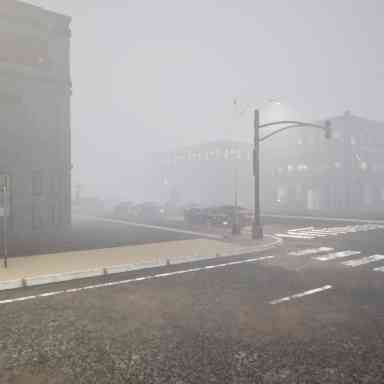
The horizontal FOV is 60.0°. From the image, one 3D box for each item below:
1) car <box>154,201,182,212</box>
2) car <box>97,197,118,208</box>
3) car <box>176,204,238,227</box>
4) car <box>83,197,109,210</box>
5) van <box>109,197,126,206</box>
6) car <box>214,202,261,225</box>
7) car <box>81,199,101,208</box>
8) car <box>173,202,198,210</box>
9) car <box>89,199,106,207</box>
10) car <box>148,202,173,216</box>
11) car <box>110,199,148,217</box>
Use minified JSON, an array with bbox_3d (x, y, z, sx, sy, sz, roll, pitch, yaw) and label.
[{"bbox_3d":[-3.326,1.966,45.590,1.802,1.307,4.206,-2,0,-36],"label":"car"},{"bbox_3d":[-16.198,1.940,63.609,2.192,1.841,5.009,-1,0,-36],"label":"car"},{"bbox_3d":[1.035,1.814,24.850,1.947,1.339,4.313,-2,0,-36],"label":"car"},{"bbox_3d":[-15.798,1.816,53.260,2.150,2.045,5.566,-1,-1,-35],"label":"car"},{"bbox_3d":[-12.981,1.907,59.104,1.690,1.788,3.998,-1,0,-36],"label":"van"},{"bbox_3d":[3.341,1.745,26.310,1.812,1.442,4.674,-1,0,-35],"label":"car"},{"bbox_3d":[-19.223,2.159,63.414,2.128,1.511,4.902,-1,0,-36],"label":"car"},{"bbox_3d":[-0.110,1.904,41.086,1.802,1.307,4.206,-2,0,-36],"label":"car"},{"bbox_3d":[-19.408,2.228,68.114,1.887,1.381,4.507,-1,0,-36],"label":"car"},{"bbox_3d":[-4.601,1.866,37.424,2.128,1.511,4.902,-1,0,-36],"label":"car"},{"bbox_3d":[-6.933,1.846,36.214,1.967,1.590,4.097,-1,0,-36],"label":"car"}]
